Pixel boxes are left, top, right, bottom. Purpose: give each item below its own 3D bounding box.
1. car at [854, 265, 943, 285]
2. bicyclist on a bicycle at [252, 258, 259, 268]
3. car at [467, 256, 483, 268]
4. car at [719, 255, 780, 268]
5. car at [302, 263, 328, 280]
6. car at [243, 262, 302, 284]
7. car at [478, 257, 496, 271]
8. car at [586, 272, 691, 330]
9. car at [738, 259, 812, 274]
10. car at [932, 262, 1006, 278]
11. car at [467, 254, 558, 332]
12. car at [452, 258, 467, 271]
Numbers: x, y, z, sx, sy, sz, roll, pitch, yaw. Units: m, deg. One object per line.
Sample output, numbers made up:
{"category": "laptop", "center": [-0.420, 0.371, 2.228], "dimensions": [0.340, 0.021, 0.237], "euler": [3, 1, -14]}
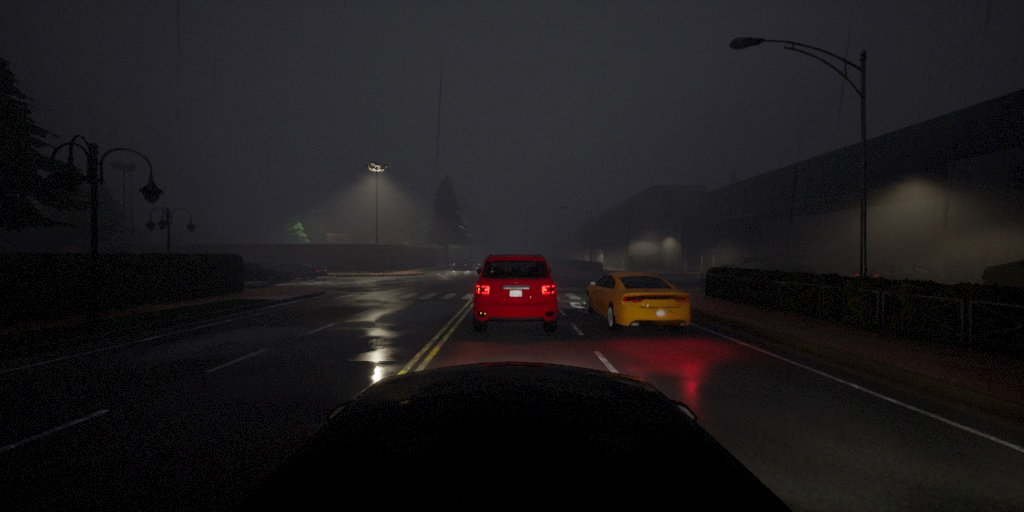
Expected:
{"category": "car", "center": [25.482, 1.292, 23.256], "dimensions": [5.357, 1.411, 2.033], "euler": [0, 0, 0]}
{"category": "bicyclist on a bicycle", "center": [-25.137, 1.028, 35.230], "dimensions": [0.582, 1.620, 1.656], "euler": [0, 0, 0]}
{"category": "car", "center": [-6.611, 0.954, 64.138], "dimensions": [2.150, 2.045, 5.566], "euler": [0, 0, 1]}
{"category": "car", "center": [22.509, 0.962, 33.942], "dimensions": [5.566, 2.045, 2.150], "euler": [0, 0, 0]}
{"category": "car", "center": [-18.433, 1.273, 30.028], "dimensions": [5.357, 1.411, 2.033], "euler": [0, 0, -1]}
{"category": "car", "center": [-18.602, 1.205, 26.231], "dimensions": [5.008, 1.535, 1.882], "euler": [0, 0, 0]}
{"category": "car", "center": [-3.315, 1.090, 48.758], "dimensions": [2.097, 1.767, 4.553], "euler": [0, 0, 1]}
{"category": "car", "center": [3.594, 1.225, 11.095], "dimensions": [1.882, 1.535, 5.008], "euler": [0, 0, 0]}
{"category": "car", "center": [22.541, 1.220, 30.441], "dimensions": [5.008, 1.535, 1.882], "euler": [0, 0, 0]}
{"category": "car", "center": [43.015, 1.267, 33.840], "dimensions": [4.674, 1.442, 1.812], "euler": [0, 0, 0]}
{"category": "car", "center": [0.071, 0.969, 11.043], "dimensions": [2.150, 2.045, 5.566], "euler": [0, 0, 0]}
{"category": "car", "center": [-6.811, 1.090, 49.091], "dimensions": [2.097, 1.767, 4.553], "euler": [0, 0, 1]}
